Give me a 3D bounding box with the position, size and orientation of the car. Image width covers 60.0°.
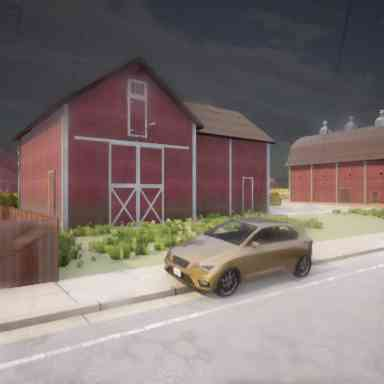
[{"bbox_3d":[1.341,1.451,8.476,4.193,1.474,1.816,0,6,-38],"label":"car"}]
